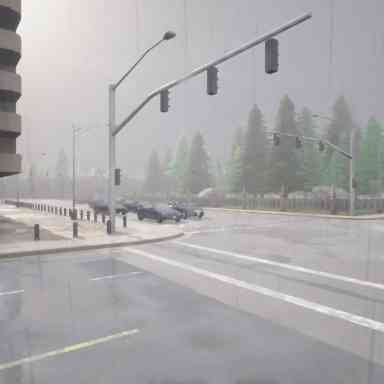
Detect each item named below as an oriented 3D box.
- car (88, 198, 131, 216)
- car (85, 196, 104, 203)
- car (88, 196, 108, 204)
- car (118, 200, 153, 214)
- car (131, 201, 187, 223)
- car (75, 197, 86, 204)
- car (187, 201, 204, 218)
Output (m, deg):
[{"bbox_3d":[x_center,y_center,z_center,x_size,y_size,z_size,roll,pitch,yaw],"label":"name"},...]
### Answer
[{"bbox_3d":[-8.413,1.603,33.974,2.033,1.411,5.357,0,0,-36],"label":"car"},{"bbox_3d":[-12.481,1.656,45.409,1.895,1.301,4.718,0,0,-36],"label":"car"},{"bbox_3d":[-18.741,1.547,66.014,2.128,1.511,4.902,0,0,-36],"label":"car"},{"bbox_3d":[-6.379,1.656,37.117,1.895,1.301,4.718,0,0,-36],"label":"car"},{"bbox_3d":[-2.707,1.581,26.266,1.812,1.442,4.674,0,0,-38],"label":"car"},{"bbox_3d":[-20.812,1.656,62.924,1.895,1.301,4.718,0,0,-36],"label":"car"},{"bbox_3d":[-0.904,1.547,29.690,2.128,1.511,4.902,0,0,-36],"label":"car"}]
